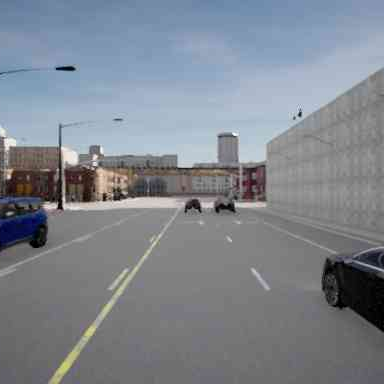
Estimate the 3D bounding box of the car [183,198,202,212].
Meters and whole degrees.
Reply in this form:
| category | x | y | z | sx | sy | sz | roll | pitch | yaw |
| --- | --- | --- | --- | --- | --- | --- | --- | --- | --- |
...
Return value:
| category | x | y | z | sx | sy | sz | roll | pitch | yaw |
| --- | --- | --- | --- | --- | --- | --- | --- | --- | --- |
| car | 0.099 | 1.493 | 38.479 | 1.837 | 1.490 | 4.892 | 0 | 0 | 0 |

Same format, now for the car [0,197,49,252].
| category | x | y | z | sx | sy | sz | roll | pitch | yaw |
| --- | --- | --- | --- | --- | --- | --- | --- | --- | --- |
| car | -7.096 | 1.218 | 11.803 | 2.150 | 2.045 | 5.566 | 0 | 0 | 0 |

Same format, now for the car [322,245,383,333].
| category | x | y | z | sx | sy | sz | roll | pitch | yaw |
| --- | --- | --- | --- | --- | --- | --- | --- | --- | --- |
| car | 3.601 | 1.490 | 4.986 | 2.128 | 1.511 | 4.902 | 0 | 0 | 0 |

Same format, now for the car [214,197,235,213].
| category | x | y | z | sx | sy | sz | roll | pitch | yaw |
| --- | --- | --- | --- | --- | --- | --- | --- | --- | --- |
| car | 3.609 | 1.341 | 37.705 | 2.097 | 1.767 | 4.553 | 0 | 0 | 0 |
